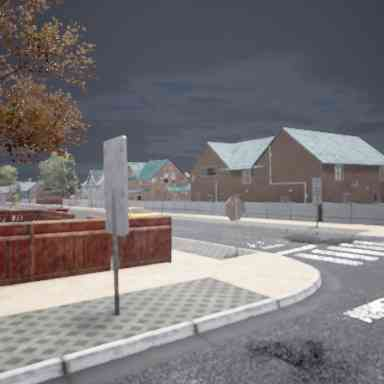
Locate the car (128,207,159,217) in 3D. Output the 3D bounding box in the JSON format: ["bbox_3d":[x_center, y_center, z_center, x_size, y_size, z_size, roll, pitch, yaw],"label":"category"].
[{"bbox_3d":[-4.283,1.884,25.430,1.882,1.535,5.008,-2,0,-36],"label":"car"}]

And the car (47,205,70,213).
[{"bbox_3d":[-17.659,2.386,44.044,1.895,1.301,4.718,-2,0,-35],"label":"car"}]
